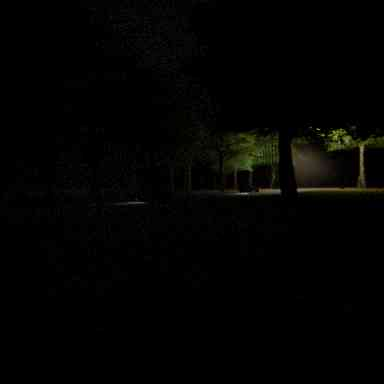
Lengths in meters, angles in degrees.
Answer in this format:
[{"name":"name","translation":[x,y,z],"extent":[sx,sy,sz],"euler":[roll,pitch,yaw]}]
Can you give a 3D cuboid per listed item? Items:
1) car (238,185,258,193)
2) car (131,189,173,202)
[{"name":"car","translation":[9.667,-0.517,57.096],"extent":[1.994,1.385,4.181],"euler":[-1,2,38]},{"name":"car","translation":[-4.540,0.325,38.815],"extent":[2.033,1.411,5.357],"euler":[-1,2,38]}]
